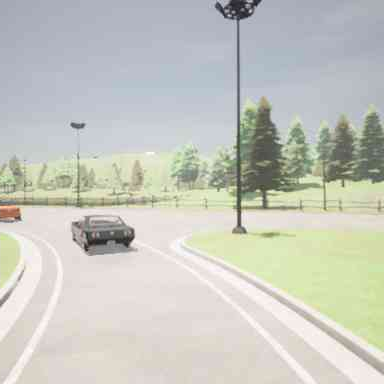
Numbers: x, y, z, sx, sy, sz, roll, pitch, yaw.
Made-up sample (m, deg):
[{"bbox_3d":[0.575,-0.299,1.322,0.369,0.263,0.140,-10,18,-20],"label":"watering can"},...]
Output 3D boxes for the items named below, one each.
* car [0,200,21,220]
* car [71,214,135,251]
[{"bbox_3d":[-16.005,1.428,27.127,4.553,1.767,2.097,0,0,34],"label":"car"},{"bbox_3d":[-4.057,1.620,14.487,1.895,1.301,4.718,0,0,-28],"label":"car"}]
